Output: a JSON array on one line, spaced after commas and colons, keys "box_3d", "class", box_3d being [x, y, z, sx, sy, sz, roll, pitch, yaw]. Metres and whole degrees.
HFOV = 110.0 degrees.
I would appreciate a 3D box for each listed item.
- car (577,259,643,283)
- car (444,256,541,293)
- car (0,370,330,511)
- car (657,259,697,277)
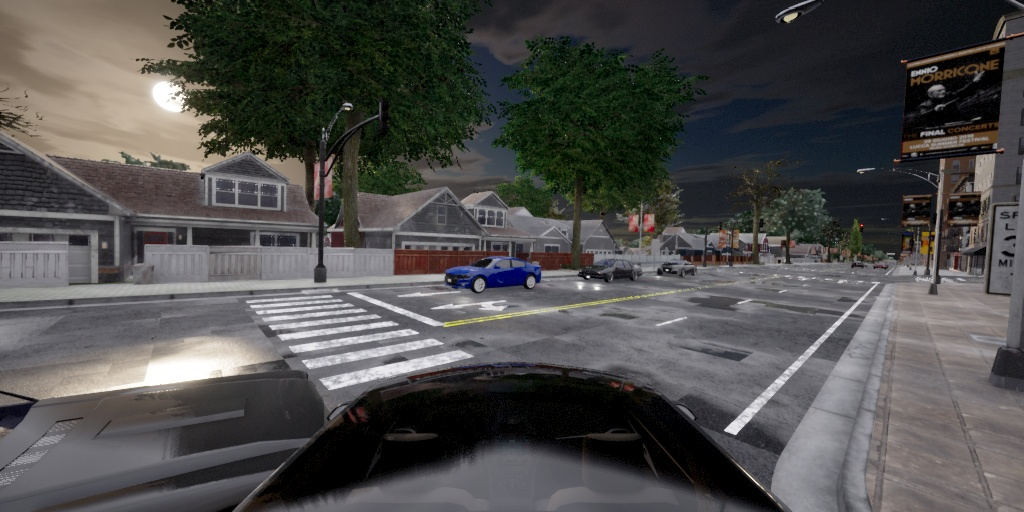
[{"box_3d": [6.559, 0.889, 23.416, 5.357, 1.411, 2.033, 0, 3, -43], "class": "car"}, {"box_3d": [-0.769, 0.762, 16.667, 5.008, 1.535, 1.882, 0, 3, -43], "class": "car"}, {"box_3d": [-3.325, 1.279, 1.539, 4.718, 1.301, 1.895, 1, 2, -33], "class": "car"}, {"box_3d": [13.919, 0.966, 30.165, 4.181, 1.385, 1.994, 0, 3, -43], "class": "car"}]
